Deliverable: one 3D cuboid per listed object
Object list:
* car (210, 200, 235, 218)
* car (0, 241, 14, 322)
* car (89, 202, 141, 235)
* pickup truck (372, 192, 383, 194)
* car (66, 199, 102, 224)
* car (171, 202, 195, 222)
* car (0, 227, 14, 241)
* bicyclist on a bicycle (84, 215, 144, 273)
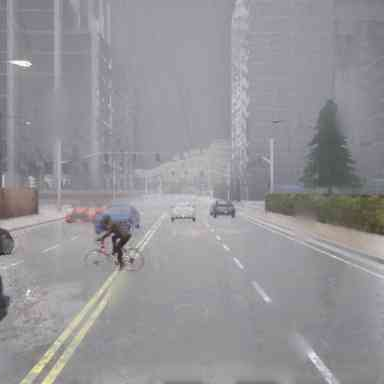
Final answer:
[{"bbox_3d":[2.717,1.492,30.300,2.128,1.511,4.902,0,0,-3],"label":"car"},{"bbox_3d":[-3.642,1.547,2.769,2.033,1.411,5.357,0,0,-2],"label":"car"},{"bbox_3d":[-4.108,1.477,18.987,1.882,1.535,5.008,0,0,-2],"label":"car"},{"bbox_3d":[39.556,1.059,69.008,6.274,2.098,2.390,0,0,28],"label":"pickup truck"},{"bbox_3d":[-7.741,1.351,24.866,2.097,1.767,4.553,0,0,-1],"label":"car"},{"bbox_3d":[-0.699,1.526,26.566,1.812,1.442,4.674,0,0,-2],"label":"car"},{"bbox_3d":[-7.371,1.564,10.273,1.994,1.385,4.181,0,0,-2],"label":"car"},{"bbox_3d":[-2.173,1.455,9.209,1.656,1.620,0.582,-2,0,-2],"label":"bicyclist on a bicycle"}]
